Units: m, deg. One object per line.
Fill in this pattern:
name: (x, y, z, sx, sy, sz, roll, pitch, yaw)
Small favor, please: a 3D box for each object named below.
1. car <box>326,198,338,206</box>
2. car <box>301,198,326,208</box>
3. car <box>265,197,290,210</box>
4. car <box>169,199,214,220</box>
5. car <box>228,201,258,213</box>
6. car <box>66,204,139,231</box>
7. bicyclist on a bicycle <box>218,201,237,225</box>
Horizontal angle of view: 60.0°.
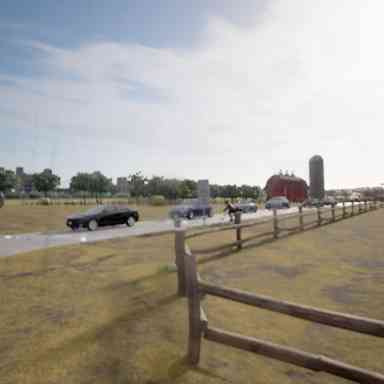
car: (23.454, 1.666, 56.792, 2.033, 1.411, 5.357, -2, -2, 35)
car: (17.658, 1.657, 48.717, 1.895, 1.301, 4.718, -2, -2, 35)
car: (11.644, 1.470, 45.301, 2.097, 1.767, 4.553, -2, -1, 36)
car: (-0.035, 1.438, 29.082, 2.097, 1.767, 4.553, -2, -1, 36)
car: (5.741, 1.663, 37.120, 1.994, 1.385, 4.181, -2, -1, 36)
car: (-5.597, 1.549, 21.298, 1.882, 1.535, 5.008, -2, -1, 35)
bicyclist on a bicycle: (2.480, 1.400, 22.314, 1.656, 1.620, 0.582, 0, 0, 36)
